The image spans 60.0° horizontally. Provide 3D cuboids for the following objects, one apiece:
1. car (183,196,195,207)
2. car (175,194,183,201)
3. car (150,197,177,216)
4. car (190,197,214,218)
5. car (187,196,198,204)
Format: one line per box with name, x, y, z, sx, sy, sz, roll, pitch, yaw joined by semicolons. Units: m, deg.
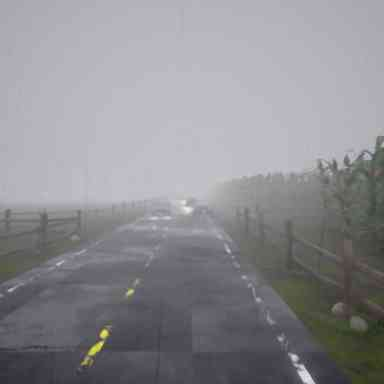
car;0.022;1.439;49.286;1.837;1.490;4.892;0;0;0
car;-2.726;1.176;74.014;2.097;1.767;4.553;0;0;0
car;-2.839;1.502;32.138;2.033;1.411;5.357;0;0;0
car;0.972;1.484;29.968;1.812;1.442;4.674;0;0;0
car;0.023;1.481;63.359;1.994;1.385;4.181;0;0;0
